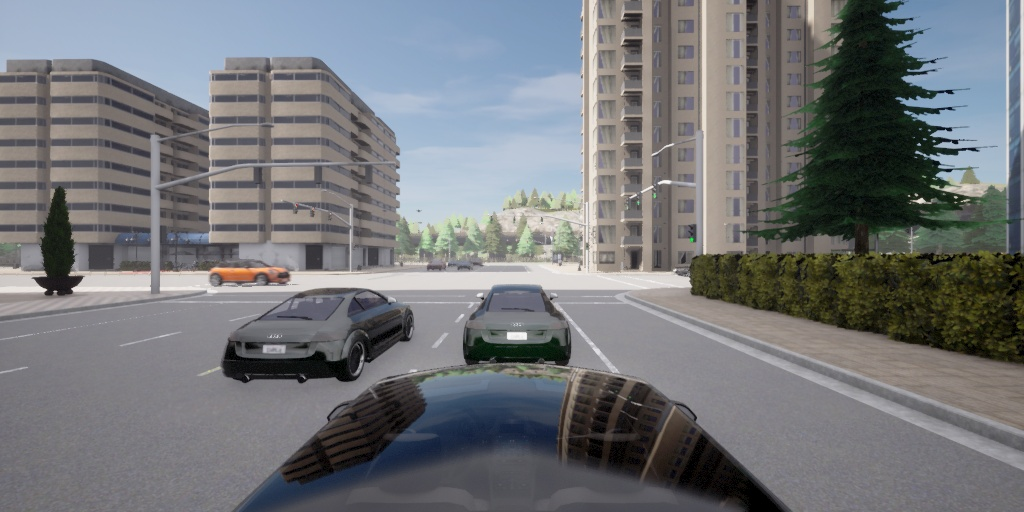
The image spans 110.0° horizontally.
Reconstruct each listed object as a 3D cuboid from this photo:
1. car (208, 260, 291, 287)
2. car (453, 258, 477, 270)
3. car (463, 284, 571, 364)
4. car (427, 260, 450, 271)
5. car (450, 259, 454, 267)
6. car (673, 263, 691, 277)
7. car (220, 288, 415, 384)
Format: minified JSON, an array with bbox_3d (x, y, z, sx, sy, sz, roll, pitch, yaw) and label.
[{"bbox_3d":[-17.449,1.047,24.031,4.553,1.767,2.097,0,0,1],"label":"car"},{"bbox_3d":[-6.682,1.297,51.829,2.033,1.411,5.357,0,0,1],"label":"car"},{"bbox_3d":[0.113,1.314,8.036,1.994,1.385,4.181,0,0,1],"label":"car"},{"bbox_3d":[-10.212,1.227,48.792,1.882,1.535,5.008,0,0,1],"label":"car"},{"bbox_3d":[-10.063,1.297,63.098,2.033,1.411,5.357,0,0,1],"label":"car"},{"bbox_3d":[17.865,1.239,33.991,4.902,1.511,2.128,0,0,1],"label":"car"},{"bbox_3d":[-3.399,1.314,7.179,1.994,1.385,4.181,0,0,1],"label":"car"}]
